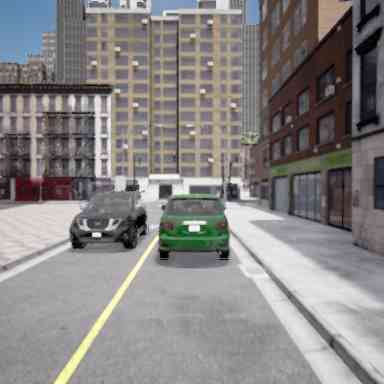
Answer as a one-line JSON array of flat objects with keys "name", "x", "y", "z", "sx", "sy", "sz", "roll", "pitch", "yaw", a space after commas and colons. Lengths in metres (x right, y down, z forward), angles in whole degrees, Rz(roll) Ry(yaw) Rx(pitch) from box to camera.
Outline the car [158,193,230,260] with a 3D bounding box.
[{"name": "car", "x": 0.061, "y": 1.048, "z": 11.848, "sx": 2.150, "sy": 2.045, "sz": 5.566, "roll": 0, "pitch": 1, "yaw": 0}]

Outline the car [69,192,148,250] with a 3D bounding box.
[{"name": "car", "x": -3.145, "y": 1.020, "z": 13.711, "sx": 2.150, "sy": 2.045, "sz": 5.566, "roll": 0, "pitch": 1, "yaw": 0}]

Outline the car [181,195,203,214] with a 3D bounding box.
[{"name": "car", "x": 0.002, "y": 1.049, "z": 30.171, "sx": 1.837, "sy": 1.490, "sz": 4.892, "roll": 0, "pitch": 1, "yaw": 0}]
